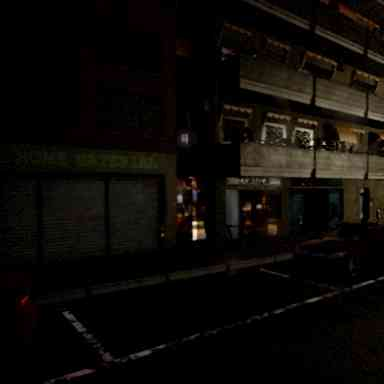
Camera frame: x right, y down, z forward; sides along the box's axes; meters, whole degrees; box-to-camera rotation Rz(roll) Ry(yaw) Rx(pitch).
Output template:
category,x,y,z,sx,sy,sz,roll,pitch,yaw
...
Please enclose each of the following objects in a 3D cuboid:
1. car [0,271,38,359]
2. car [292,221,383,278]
category,x,y,z,sx,sy,sz,roll,pitch,yaw
car,-4.157,1.547,3.603,4.507,1.381,1.887,0,0,-35
car,4.836,1.566,10.018,4.206,1.307,1.802,0,0,-35
